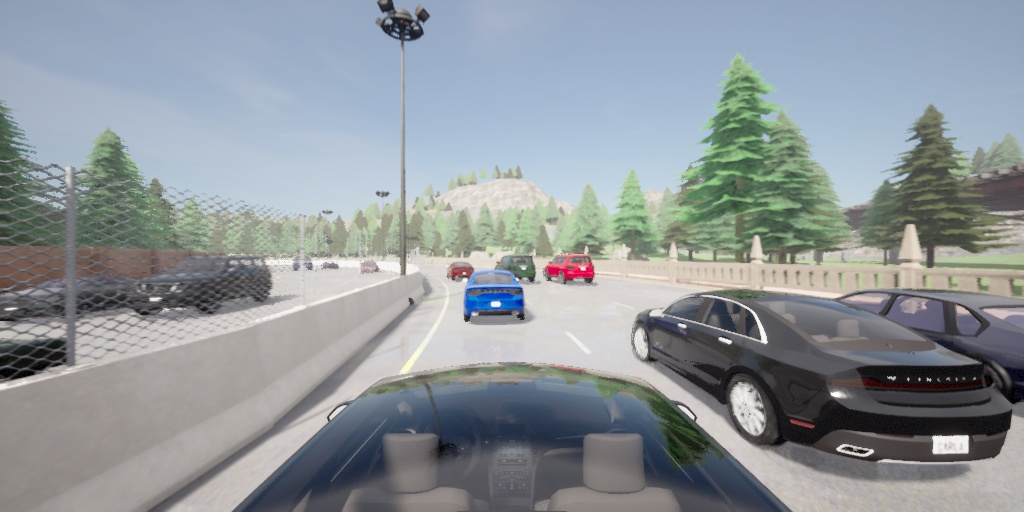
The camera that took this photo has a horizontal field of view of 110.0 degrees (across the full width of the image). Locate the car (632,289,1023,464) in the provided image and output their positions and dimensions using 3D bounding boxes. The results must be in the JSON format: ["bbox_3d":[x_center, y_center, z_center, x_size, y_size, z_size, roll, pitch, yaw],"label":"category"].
[{"bbox_3d":[3.365,1.237,5.250,1.837,1.490,4.892,0,0,-2],"label":"car"}]

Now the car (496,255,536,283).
[{"bbox_3d":[0.143,0.938,27.263,2.150,2.045,5.566,0,0,-14],"label":"car"}]

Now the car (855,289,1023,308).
[{"bbox_3d":[6.885,1.265,6.089,2.033,1.411,5.357,0,0,-3],"label":"car"}]

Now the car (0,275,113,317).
[{"bbox_3d":[-14.991,1.359,12.527,1.994,1.385,4.181,0,0,-8],"label":"car"}]

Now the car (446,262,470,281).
[{"bbox_3d":[-4.460,1.208,30.609,1.882,1.535,5.008,0,0,-17],"label":"car"}]

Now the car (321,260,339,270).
[{"bbox_3d":[-27.063,1.354,53.320,1.994,1.385,4.181,0,0,-34],"label":"car"}]

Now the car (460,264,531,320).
[{"bbox_3d":[-0.717,1.216,12.650,1.882,1.535,5.008,0,0,-6],"label":"car"}]

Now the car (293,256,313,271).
[{"bbox_3d":[-30.258,1.024,51.846,2.150,2.045,5.566,0,0,-34],"label":"car"}]

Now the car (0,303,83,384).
[{"bbox_3d":[-7.208,1.378,2.869,1.895,1.301,4.718,0,0,-2],"label":"car"}]

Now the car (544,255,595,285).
[{"bbox_3d":[4.043,0.924,26.019,2.150,2.045,5.566,0,0,-13],"label":"car"}]

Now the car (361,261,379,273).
[{"bbox_3d":[-17.252,1.290,43.448,1.812,1.442,4.674,0,0,-27],"label":"car"}]

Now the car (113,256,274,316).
[{"bbox_3d":[-11.622,1.001,14.008,2.150,2.045,5.566,0,0,-9],"label":"car"}]
